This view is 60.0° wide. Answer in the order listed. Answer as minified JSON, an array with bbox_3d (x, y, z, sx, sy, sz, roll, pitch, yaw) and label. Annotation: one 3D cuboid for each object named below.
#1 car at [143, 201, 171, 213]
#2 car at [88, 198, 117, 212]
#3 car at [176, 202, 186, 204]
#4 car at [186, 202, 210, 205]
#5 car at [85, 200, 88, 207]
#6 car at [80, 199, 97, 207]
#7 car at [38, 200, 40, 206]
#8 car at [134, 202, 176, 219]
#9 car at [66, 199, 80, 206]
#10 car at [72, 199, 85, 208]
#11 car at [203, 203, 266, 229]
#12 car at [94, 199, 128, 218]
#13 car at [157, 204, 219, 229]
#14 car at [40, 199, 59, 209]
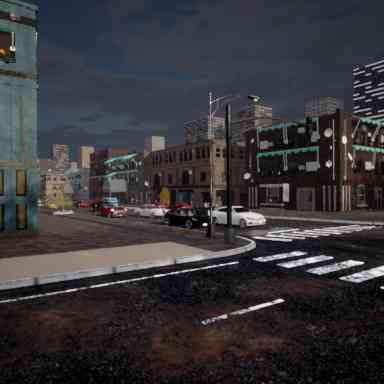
[{"bbox_3d":[-4.766,1.962,44.577,1.802,1.307,4.206,-2,0,-36],"label":"car"},{"bbox_3d":[-11.912,1.964,44.666,1.882,1.535,5.008,-1,0,-35],"label":"car"},{"bbox_3d":[-1.548,1.900,40.075,1.802,1.307,4.206,-2,0,-36],"label":"car"},{"bbox_3d":[1.671,1.806,35.572,2.008,1.369,4.403,-2,0,-36],"label":"car"},{"bbox_3d":[-17.650,1.936,62.588,2.192,1.841,5.009,-1,0,-36],"label":"car"},{"bbox_3d":[-20.864,2.224,67.091,1.887,1.381,4.507,-1,0,-36],"label":"car"},{"bbox_3d":[-30.899,2.373,66.719,2.008,1.369,4.403,-1,0,-36],"label":"car"},{"bbox_3d":[-3.971,1.933,33.524,1.895,1.301,4.718,-1,0,-35],"label":"car"},{"bbox_3d":[-27.302,2.360,76.096,1.947,1.339,4.313,-1,0,-36],"label":"car"},{"bbox_3d":[-20.586,2.226,62.263,1.994,1.385,4.181,-1,0,-36],"label":"car"},{"bbox_3d":[3.099,1.719,23.686,1.812,1.442,4.674,-1,0,-37],"label":"car"},{"bbox_3d":[-8.367,1.844,35.199,1.967,1.590,4.097,-2,0,-36],"label":"car"},{"bbox_3d":[-0.392,1.812,23.840,1.947,1.339,4.313,-2,0,-36],"label":"car"},{"bbox_3d":[-24.362,2.230,57.574,1.752,1.417,4.829,-1,0,-36],"label":"car"}]
